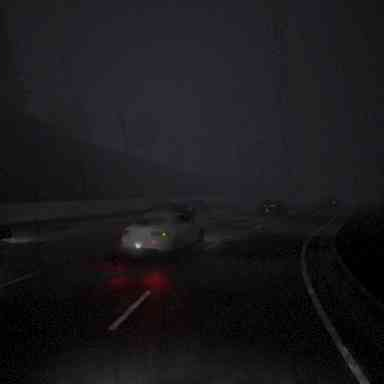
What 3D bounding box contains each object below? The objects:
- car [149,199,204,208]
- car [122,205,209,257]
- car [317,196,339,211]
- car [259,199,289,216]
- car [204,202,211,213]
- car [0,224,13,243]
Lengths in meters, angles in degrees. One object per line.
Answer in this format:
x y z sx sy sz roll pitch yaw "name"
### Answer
-1.257 1.360 20.865 1.882 1.535 5.008 0 0 25 "car"
-0.948 1.453 12.642 1.812 1.442 4.674 0 0 19 "car"
16.311 1.242 39.758 2.097 1.767 4.553 1 0 28 "car"
7.584 1.376 30.647 2.128 1.511 4.902 0 0 27 "car"
0.253 1.360 31.783 1.812 1.442 4.674 0 0 27 "car"
-8.873 1.432 11.446 2.033 1.411 5.357 0 0 15 "car"
